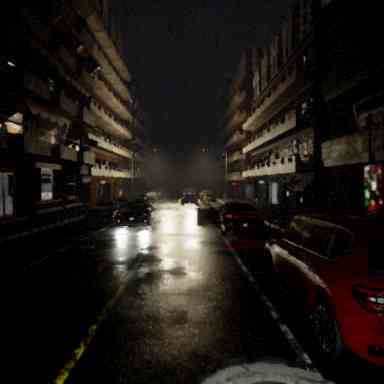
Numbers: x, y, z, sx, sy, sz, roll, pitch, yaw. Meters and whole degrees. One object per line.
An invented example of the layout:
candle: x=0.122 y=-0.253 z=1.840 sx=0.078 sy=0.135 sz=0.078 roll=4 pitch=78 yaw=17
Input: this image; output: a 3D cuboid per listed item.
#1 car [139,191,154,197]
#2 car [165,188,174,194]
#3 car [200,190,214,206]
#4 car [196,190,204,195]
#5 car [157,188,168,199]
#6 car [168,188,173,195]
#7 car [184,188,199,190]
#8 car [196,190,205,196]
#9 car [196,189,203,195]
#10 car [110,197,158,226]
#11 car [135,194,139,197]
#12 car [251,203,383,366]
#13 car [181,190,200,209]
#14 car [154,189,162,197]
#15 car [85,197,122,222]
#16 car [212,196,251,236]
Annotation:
car: x=-6.007 y=0.875 z=39.247 sx=2.008 sy=1.369 sz=4.403 roll=-1 pitch=1 yaw=0
car: x=-6.449 y=-0.315 z=95.254 sx=2.192 sy=1.841 sz=5.009 roll=-1 pitch=1 yaw=0
car: x=2.327 y=0.750 z=45.054 sx=1.752 sy=1.417 sz=4.829 roll=-1 pitch=1 yaw=0
car: x=2.022 y=0.109 z=84.093 sx=2.008 sy=1.369 sz=4.403 roll=-1 pitch=1 yaw=0
car: x=-6.186 y=0.257 z=61.647 sx=2.192 sy=1.841 sz=5.009 roll=-1 pitch=1 yaw=0
car: x=-6.402 y=0.015 z=89.656 sx=2.008 sy=1.369 sz=4.403 roll=-1 pitch=1 yaw=0
car: x=-0.407 y=0.326 z=52.062 sx=2.150 sy=2.045 sz=5.566 roll=0 pitch=1 yaw=0
car: x=2.066 y=0.220 z=78.491 sx=1.947 sy=1.339 sz=4.313 roll=-1 pitch=1 yaw=0
car: x=1.976 y=-0.014 z=89.863 sx=1.752 sy=1.417 sz=4.829 roll=-1 pitch=1 yaw=0
car: x=-3.255 y=1.219 z=19.917 sx=1.994 sy=1.385 sz=4.181 roll=0 pitch=1 yaw=0
car: x=-5.919 y=1.098 z=28.045 sx=1.802 sy=1.307 sz=4.206 roll=-1 pitch=1 yaw=0
car: x=2.633 y=1.215 z=5.674 sx=2.192 sy=1.841 sz=5.009 roll=-1 pitch=1 yaw=0
car: x=-0.263 y=0.859 z=38.726 sx=1.812 sy=1.442 sz=4.674 roll=0 pitch=1 yaw=0
car: x=-6.095 y=0.683 z=50.449 sx=2.008 sy=1.369 sz=4.403 roll=-1 pitch=1 yaw=0
car: x=-5.875 y=1.194 z=22.444 sx=1.802 sy=1.307 sz=4.206 roll=-1 pitch=1 yaw=0
car: x=2.232 y=1.191 z=16.507 sx=1.882 sy=1.535 sz=5.008 roll=0 pitch=1 yaw=0
